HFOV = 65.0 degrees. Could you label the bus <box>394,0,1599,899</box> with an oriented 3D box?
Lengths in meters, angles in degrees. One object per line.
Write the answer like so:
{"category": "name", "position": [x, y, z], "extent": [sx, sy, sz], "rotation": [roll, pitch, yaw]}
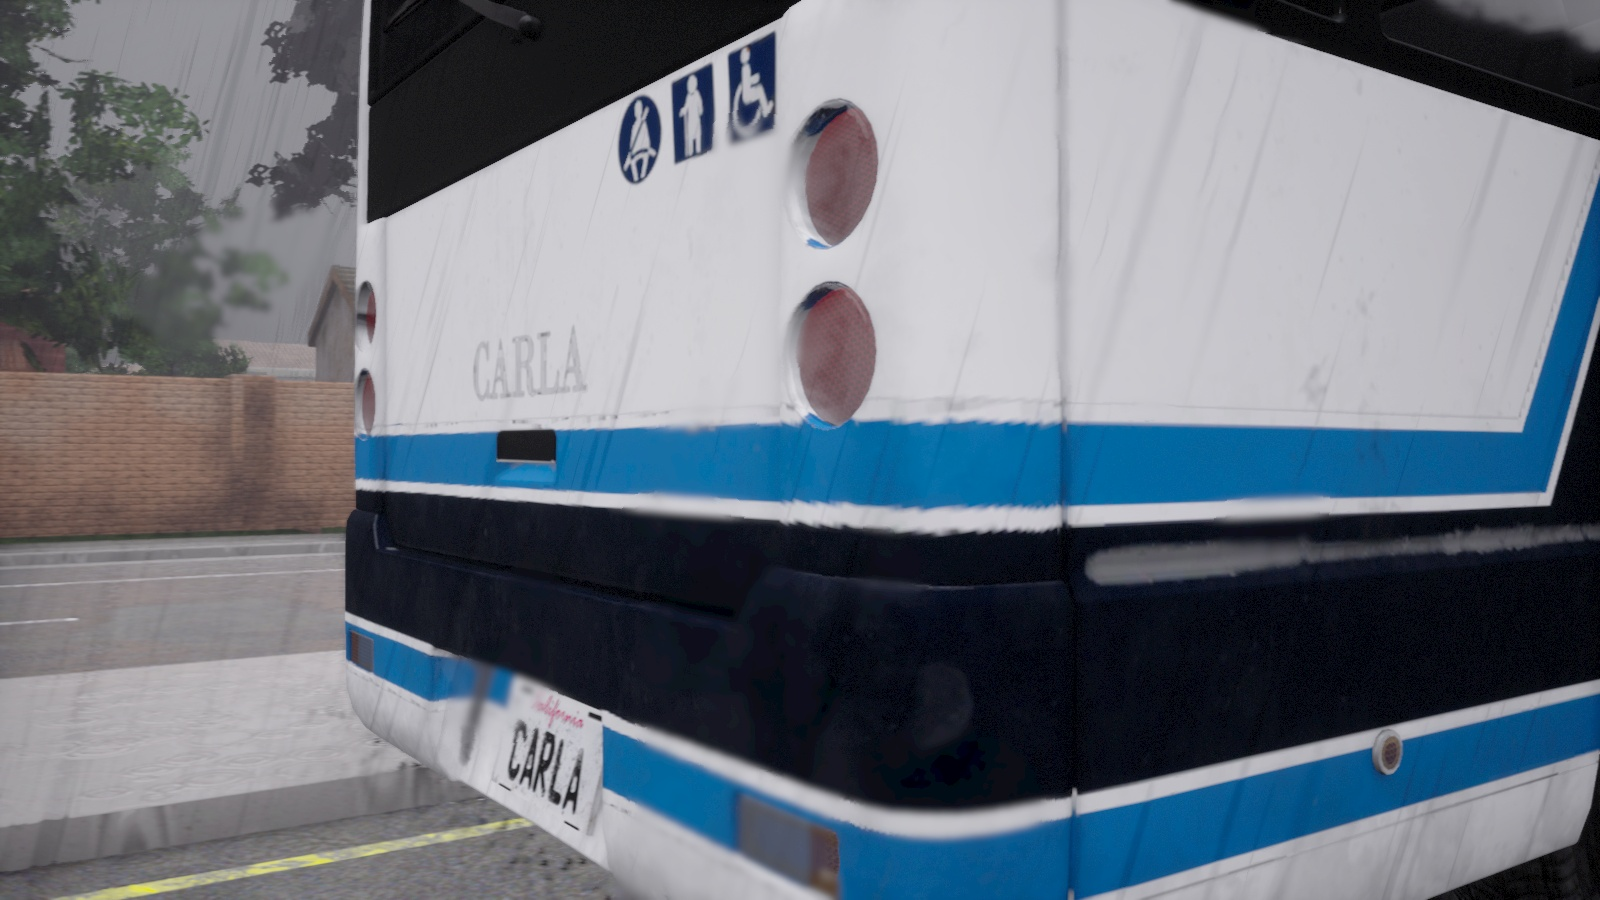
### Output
{"category": "bus", "position": [3.741, -0.624, 6.270], "extent": [10.273, 4.253, 3.944], "rotation": [0, 0, -35]}
